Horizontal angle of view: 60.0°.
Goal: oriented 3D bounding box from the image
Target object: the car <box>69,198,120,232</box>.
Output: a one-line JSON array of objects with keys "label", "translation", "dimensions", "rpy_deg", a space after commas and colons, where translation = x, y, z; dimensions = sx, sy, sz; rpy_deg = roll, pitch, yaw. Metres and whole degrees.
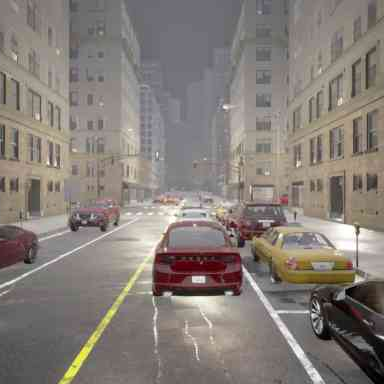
[{"label": "car", "translation": [-5.757, 1.291, 20.292], "dimensions": [2.192, 1.841, 5.009], "rpy_deg": [0, 0, 0]}]

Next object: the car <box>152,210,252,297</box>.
[{"label": "car", "translation": [0.072, 1.473, 8.652], "dimensions": [1.882, 1.535, 5.008], "rpy_deg": [0, 0, -1]}]

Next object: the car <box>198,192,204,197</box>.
[{"label": "car", "translation": [2.772, 1.271, 68.959], "dimensions": [1.752, 1.417, 4.829], "rpy_deg": [1, 0, 0]}]

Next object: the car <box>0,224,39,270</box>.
[{"label": "car", "translation": [-5.760, 1.577, 9.187], "dimensions": [1.802, 1.307, 4.206], "rpy_deg": [0, 0, 0]}]

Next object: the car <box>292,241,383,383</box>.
[{"label": "car", "translation": [2.765, 1.566, 3.628], "dimensions": [1.947, 1.339, 4.313], "rpy_deg": [0, 0, 0]}]

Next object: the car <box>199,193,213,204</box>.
[{"label": "car", "translation": [2.770, 1.367, 57.943], "dimensions": [2.008, 1.369, 4.403], "rpy_deg": [0, 0, 0]}]

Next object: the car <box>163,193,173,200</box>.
[{"label": "car", "translation": [-5.752, 1.108, 79.644], "dimensions": [1.967, 1.590, 4.097], "rpy_deg": [1, 0, 0]}]

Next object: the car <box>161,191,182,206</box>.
[{"label": "car", "translation": [-3.147, 1.204, 51.783], "dimensions": [2.097, 1.767, 4.553], "rpy_deg": [0, 0, 2]}]

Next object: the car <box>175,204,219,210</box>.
[{"label": "car", "translation": [0.099, 1.510, 16.191], "dimensions": [1.812, 1.442, 4.674], "rpy_deg": [0, 0, 0]}]

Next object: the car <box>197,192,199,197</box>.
[{"label": "car", "translation": [2.772, 1.250, 79.639], "dimensions": [1.802, 1.307, 4.206], "rpy_deg": [1, 0, 0]}]

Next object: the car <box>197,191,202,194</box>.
[{"label": "car", "translation": [2.774, 1.024, 90.483], "dimensions": [1.967, 1.590, 4.097], "rpy_deg": [1, 0, 0]}]

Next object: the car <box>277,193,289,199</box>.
[{"label": "car", "translation": [11.683, 1.105, 41.027], "dimensions": [5.566, 2.045, 2.150], "rpy_deg": [0, 0, 0]}]

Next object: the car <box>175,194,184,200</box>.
[{"label": "car", "translation": [-2.998, 1.184, 80.786], "dimensions": [1.812, 1.442, 4.674], "rpy_deg": [0, 0, 0]}]

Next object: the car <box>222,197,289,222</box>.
[{"label": "car", "translation": [2.768, 1.302, 14.734], "dimensions": [2.192, 1.841, 5.009], "rpy_deg": [0, 0, 0]}]

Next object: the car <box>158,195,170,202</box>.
[{"label": "car", "translation": [-5.754, 1.292, 68.798], "dimensions": [1.887, 1.381, 4.507], "rpy_deg": [1, 0, 0]}]

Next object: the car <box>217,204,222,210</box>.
[{"label": "car", "translation": [2.767, 1.558, 20.285], "dimensions": [1.802, 1.307, 4.206], "rpy_deg": [0, 0, 0]}]

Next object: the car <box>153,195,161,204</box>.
[{"label": "car", "translation": [-5.755, 1.361, 57.951], "dimensions": [1.887, 1.381, 4.507], "rpy_deg": [0, 0, 0]}]

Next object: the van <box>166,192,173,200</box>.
[{"label": "van", "translation": [-5.750, 0.968, 85.066], "dimensions": [1.690, 1.788, 3.998], "rpy_deg": [1, 0, 0]}]

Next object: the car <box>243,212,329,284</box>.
[{"label": "car", "translation": [2.766, 1.520, 9.349], "dimensions": [1.752, 1.417, 4.829], "rpy_deg": [0, 0, 0]}]

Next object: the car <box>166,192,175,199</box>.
[{"label": "car", "translation": [-5.750, 0.899, 90.488], "dimensions": [2.192, 1.841, 5.009], "rpy_deg": [1, 0, 0]}]

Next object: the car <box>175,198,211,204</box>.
[{"label": "car", "translation": [0.074, 1.454, 25.333], "dimensions": [2.128, 1.511, 4.902], "rpy_deg": [0, 0, 0]}]

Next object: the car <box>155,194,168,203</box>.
[{"label": "car", "translation": [-5.753, 1.224, 63.374], "dimensions": [1.967, 1.590, 4.097], "rpy_deg": [1, 0, 0]}]
